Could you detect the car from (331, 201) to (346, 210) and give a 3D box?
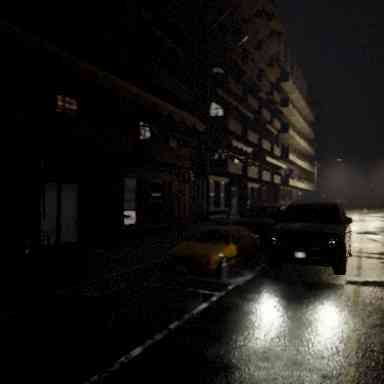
[{"bbox_3d":[24.092,2.155,54.711,1.947,1.339,4.313,1,0,28],"label":"car"}]

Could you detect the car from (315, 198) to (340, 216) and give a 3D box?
[{"bbox_3d":[16.378,1.736,40.024,2.192,1.841,5.009,1,0,28],"label":"car"}]

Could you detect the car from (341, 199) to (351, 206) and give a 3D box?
[{"bbox_3d":[34.382,2.385,74.291,1.887,1.381,4.507,1,0,28],"label":"car"}]

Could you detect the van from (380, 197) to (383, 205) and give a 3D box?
[{"bbox_3d":[46.451,2.238,80.387,1.690,1.788,3.998,1,0,28],"label":"van"}]

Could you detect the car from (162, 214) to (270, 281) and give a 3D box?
[{"bbox_3d":[0.859,1.649,10.501,1.752,1.417,4.829,1,0,28],"label":"car"}]

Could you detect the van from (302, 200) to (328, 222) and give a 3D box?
[{"bbox_3d":[11.232,1.656,30.234,1.690,1.788,3.998,1,0,28],"label":"van"}]

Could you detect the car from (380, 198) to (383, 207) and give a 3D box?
[{"bbox_3d":[38.729,2.276,65.697,1.802,1.307,4.206,1,0,28],"label":"car"}]

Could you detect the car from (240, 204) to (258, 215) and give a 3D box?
[{"bbox_3d":[3.515,1.485,15.548,2.192,1.841,5.009,1,0,28],"label":"car"}]

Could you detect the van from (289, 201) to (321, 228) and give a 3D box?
[{"bbox_3d":[8.659,1.605,25.337,1.690,1.788,3.998,1,0,28],"label":"van"}]

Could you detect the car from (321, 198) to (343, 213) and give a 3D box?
[{"bbox_3d":[18.950,1.791,44.919,2.192,1.841,5.009,1,0,28],"label":"car"}]

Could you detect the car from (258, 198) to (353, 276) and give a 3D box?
[{"bbox_3d":[4.188,1.335,11.360,2.150,2.045,5.566,-1,0,28],"label":"car"}]
